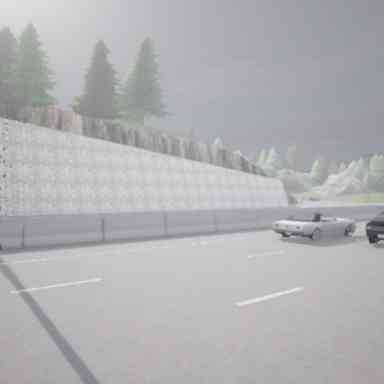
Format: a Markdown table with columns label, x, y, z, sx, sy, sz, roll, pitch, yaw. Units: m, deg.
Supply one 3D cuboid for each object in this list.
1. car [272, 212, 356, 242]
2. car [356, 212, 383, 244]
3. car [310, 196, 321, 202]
| label | x | y | z | sx | sy | sz | roll | pitch | yaw |
| --- | --- | --- | --- | --- | --- | --- | --- | --- | --- |
| car | 6.330 | 1.668 | 16.868 | 4.718 | 1.301 | 1.895 | 0 | 0 | -35 |
| car | 9.713 | 1.579 | 14.982 | 4.892 | 1.490 | 1.837 | 0 | 0 | -35 |
| car | 32.615 | 1.827 | 87.914 | 1.882 | 1.535 | 5.008 | 0 | 0 | 5 |
